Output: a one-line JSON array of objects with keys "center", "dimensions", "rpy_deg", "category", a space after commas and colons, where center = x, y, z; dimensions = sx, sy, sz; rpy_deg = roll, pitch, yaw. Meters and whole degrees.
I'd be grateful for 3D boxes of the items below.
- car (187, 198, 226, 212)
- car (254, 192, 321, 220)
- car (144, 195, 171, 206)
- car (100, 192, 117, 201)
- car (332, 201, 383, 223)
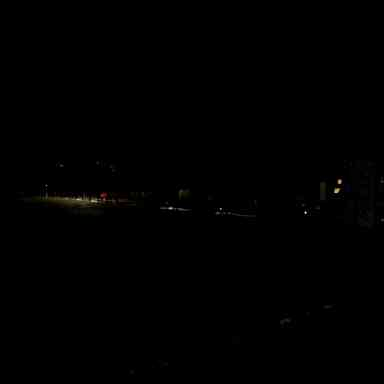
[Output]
[{"center": [1.565, 1.320, 34.691], "dimensions": [1.895, 1.301, 4.718], "rpy_deg": [1, 0, -36], "category": "car"}, {"center": [7.475, 1.044, 26.616], "dimensions": [2.150, 2.045, 5.566], "rpy_deg": [1, 0, -36], "category": "car"}, {"center": [-4.546, 1.102, 43.067], "dimensions": [2.128, 1.511, 4.902], "rpy_deg": [1, 0, -36], "category": "car"}, {"center": [-15.967, 0.738, 63.660], "dimensions": [2.097, 1.767, 4.553], "rpy_deg": [1, 0, -34], "category": "car"}, {"center": [12.851, 1.396, 24.433], "dimensions": [2.128, 1.511, 4.902], "rpy_deg": [0, 0, -40], "category": "car"}]
